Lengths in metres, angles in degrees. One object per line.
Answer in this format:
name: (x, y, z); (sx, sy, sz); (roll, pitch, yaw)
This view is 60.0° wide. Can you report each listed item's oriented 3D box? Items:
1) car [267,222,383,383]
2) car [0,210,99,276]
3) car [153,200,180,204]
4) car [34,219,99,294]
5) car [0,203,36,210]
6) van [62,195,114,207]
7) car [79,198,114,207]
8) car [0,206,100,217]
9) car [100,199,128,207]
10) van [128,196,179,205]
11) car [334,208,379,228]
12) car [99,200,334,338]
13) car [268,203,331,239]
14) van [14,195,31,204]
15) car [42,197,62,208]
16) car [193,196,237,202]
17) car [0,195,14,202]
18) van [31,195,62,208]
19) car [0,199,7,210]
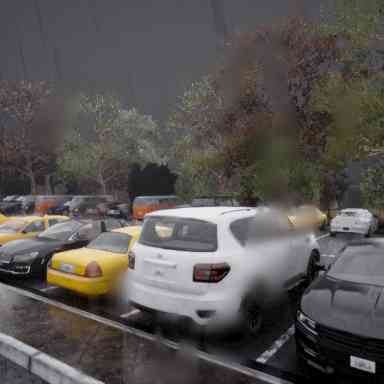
car: (3.302, 1.580, 5.600); (2.097, 1.535, 5.008); (0, 0, 36)
car: (-3.443, 1.554, 10.486); (2.231, 1.521, 4.892); (0, 0, 36)
car: (-0.257, 1.557, 24.286); (2.163, 1.488, 4.792); (0, 0, 36)
car: (-1.089, 1.559, 9.003); (1.946, 1.575, 5.366); (0, 0, 36)
car: (-10.398, 1.524, 15.287); (1.946, 1.575, 5.366); (0, 0, 36)
van: (-9.259, 1.302, 30.707); (1.878, 1.987, 4.442); (0, 0, 36)
car: (-6.949, 1.548, 29.203); (2.163, 1.488, 4.792); (0, 0, 36)
car: (-5.804, 1.540, 11.959); (1.946, 1.575, 5.366); (0, 0, 36)
car: (-4.812, 1.546, 27.655); (2.163, 1.488, 4.792); (0, 0, 36)
van: (-2.516, 1.294, 26.101); (1.878, 1.987, 4.442); (0, 0, 36)
car: (8.731, 1.604, 17.808); (2.002, 1.452, 4.674); (0, 0, 36)
car: (1.068, 1.320, 7.247); (2.435, 2.045, 5.566); (0, 0, 36)
car: (6.380, 1.552, 19.285); (1.946, 1.575, 5.366); (0, 0, 36)
van: (-16.008, 1.343, 35.584); (1.878, 1.987, 4.442); (0, 0, 36)
car: (-11.448, 1.539, 32.432); (2.097, 1.535, 5.008); (0, 0, 36)
car: (2.020, 1.285, 22.707); (2.435, 2.045, 5.566); (0, 0, 36)
car: (-18.199, 1.333, 37.280); (2.435, 2.045, 5.566); (0, 0, 36)
van: (-13.627, 1.329, 34.148); (1.878, 1.987, 4.442); (0, 0, 36)
car: (-27.256, 1.684, 43.877); (2.002, 1.452, 4.674); (0, 0, 36)
